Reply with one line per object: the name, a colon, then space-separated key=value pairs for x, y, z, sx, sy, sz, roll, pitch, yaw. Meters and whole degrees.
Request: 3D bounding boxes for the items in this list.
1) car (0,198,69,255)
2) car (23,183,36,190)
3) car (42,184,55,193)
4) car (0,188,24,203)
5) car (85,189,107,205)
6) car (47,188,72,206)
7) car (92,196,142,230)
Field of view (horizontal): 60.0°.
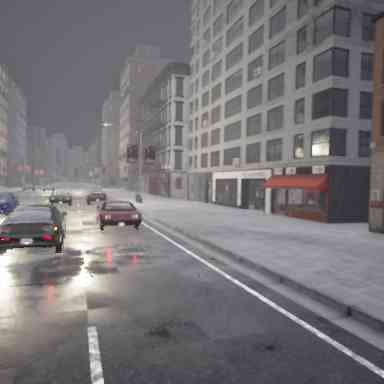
car: x=-5.360 y=1.134 z=11.434 sx=1.812 sy=1.442 sz=4.674 roll=0 pitch=2 yaw=-19
car: x=-29.379 y=-0.851 z=60.150 sx=1.812 sy=1.442 sz=4.674 roll=0 pitch=2 yaw=-19
car: x=-26.313 y=-0.736 z=61.226 sx=1.812 sy=1.442 sz=4.674 roll=0 pitch=2 yaw=-19
car: x=-12.616 y=0.687 z=21.736 sx=1.882 sy=1.535 sz=5.008 roll=1 pitch=2 yaw=-19
car: x=-9.786 y=0.446 z=33.937 sx=1.837 sy=1.490 sz=4.892 roll=1 pitch=2 yaw=-19
car: x=-12.406 y=0.557 z=31.589 sx=1.895 sy=1.301 sz=4.718 roll=0 pitch=2 yaw=-19
car: x=-3.902 y=1.089 z=17.051 sx=1.895 sy=1.301 sz=4.718 roll=1 pitch=2 yaw=-19
